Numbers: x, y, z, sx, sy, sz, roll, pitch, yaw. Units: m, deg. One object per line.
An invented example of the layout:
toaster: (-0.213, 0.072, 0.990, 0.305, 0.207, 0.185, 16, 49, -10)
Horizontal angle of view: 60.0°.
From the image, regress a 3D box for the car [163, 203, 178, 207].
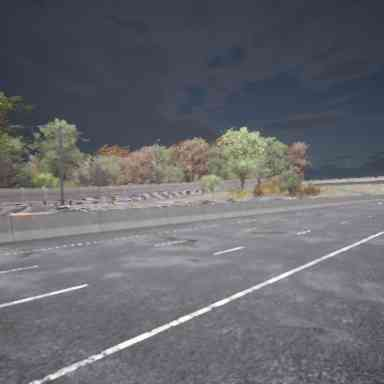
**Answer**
car: (-2.457, 2.105, 43.303, 1.895, 1.301, 4.718, -2, -1, 41)

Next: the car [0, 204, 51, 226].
car: (-15.034, 1.952, 28.798, 1.837, 1.490, 4.892, 6, 4, 41)

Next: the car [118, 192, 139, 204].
car: (-12.385, 1.124, 65.532, 2.150, 2.045, 5.566, -2, 3, 20)

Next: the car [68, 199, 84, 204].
car: (-17.730, 1.769, 50.070, 2.128, 1.511, 4.902, -2, 0, 18)

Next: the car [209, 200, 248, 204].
car: (4.486, 1.875, 40.608, 1.994, 1.385, 4.181, -2, -1, 41)

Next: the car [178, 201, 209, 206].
car: (0.899, 1.916, 41.826, 1.837, 1.490, 4.892, -2, -1, 41)

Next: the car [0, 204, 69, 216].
car: (-12.517, 1.894, 26.503, 2.097, 1.767, 4.553, -2, -1, 41)

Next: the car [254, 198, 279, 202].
car: (12.897, 1.777, 55.498, 1.882, 1.535, 5.008, -2, -1, 42)

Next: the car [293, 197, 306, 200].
car: (18.156, 1.680, 56.144, 2.128, 1.511, 4.902, -2, -1, 41)

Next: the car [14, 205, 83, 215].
car: (-9.815, 1.958, 24.272, 1.837, 1.490, 4.892, -2, -1, 41)

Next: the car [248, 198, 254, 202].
car: (10.628, 1.877, 58.198, 2.128, 1.511, 4.902, -2, -1, 42)
